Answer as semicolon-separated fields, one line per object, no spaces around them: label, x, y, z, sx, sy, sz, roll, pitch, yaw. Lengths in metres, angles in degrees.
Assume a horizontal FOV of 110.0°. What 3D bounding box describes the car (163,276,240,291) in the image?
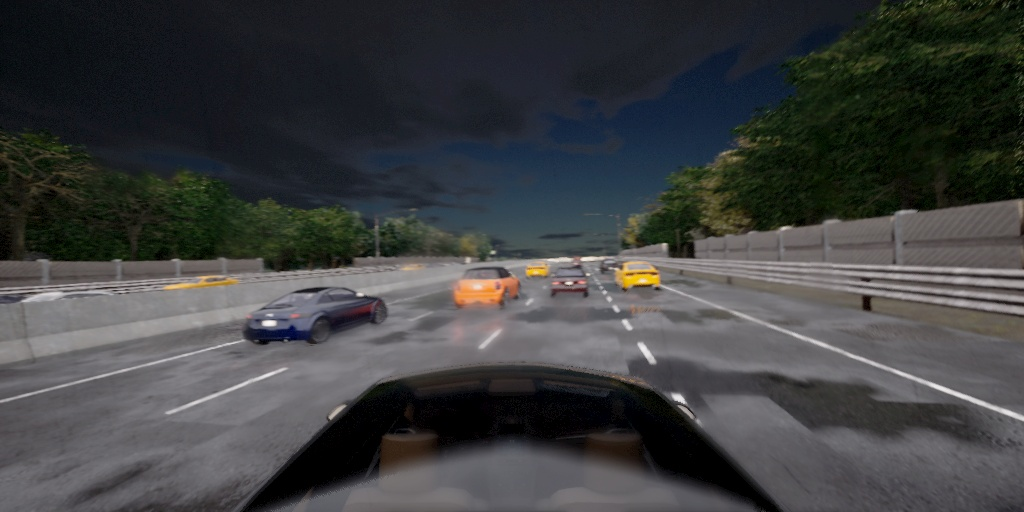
car;-23.838;2.324;27.742;1.882;1.535;5.008;-2;0;11

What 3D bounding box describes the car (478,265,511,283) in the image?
car;-1.477;1.582;32.060;1.895;1.301;4.718;-2;0;11

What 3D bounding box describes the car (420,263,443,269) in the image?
car;-11.600;1.924;54.910;2.128;1.511;4.902;-2;0;11

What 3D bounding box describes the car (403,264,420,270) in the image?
car;-15.085;2.051;55.283;1.882;1.535;5.008;-2;0;11

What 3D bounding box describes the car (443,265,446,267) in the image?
car;-8.175;1.773;54.219;1.882;1.535;5.008;-2;0;11

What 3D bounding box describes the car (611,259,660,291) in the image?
car;7.036;1.075;20.521;1.882;1.535;5.008;-2;0;11

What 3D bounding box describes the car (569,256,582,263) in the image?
car;9.419;1.140;52.849;2.033;1.411;5.357;-2;0;11

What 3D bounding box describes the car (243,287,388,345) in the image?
car;-5.487;1.590;10.623;1.994;1.385;4.181;-2;0;11

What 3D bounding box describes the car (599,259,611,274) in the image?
car;10.331;1.055;38.142;1.812;1.442;4.674;-2;0;11

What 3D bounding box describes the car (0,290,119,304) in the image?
car;-15.993;1.975;12.614;1.812;1.442;4.674;-2;0;11

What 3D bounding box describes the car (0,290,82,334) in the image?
car;-19.445;2.151;13.170;1.994;1.385;4.181;-2;0;11

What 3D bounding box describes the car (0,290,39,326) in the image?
car;-22.897;2.273;13.746;2.033;1.411;5.357;-2;0;11

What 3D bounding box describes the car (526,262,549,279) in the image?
car;2.572;1.308;34.719;1.882;1.535;5.008;-2;0;11

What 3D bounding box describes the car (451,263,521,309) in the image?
car;-0.933;1.236;15.996;2.097;1.767;4.553;-2;0;11

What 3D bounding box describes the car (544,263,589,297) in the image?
car;3.090;1.292;18.983;2.033;1.411;5.357;-2;0;11
